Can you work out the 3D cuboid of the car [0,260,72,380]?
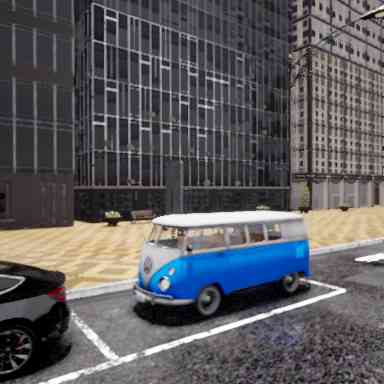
[{"bbox_3d":[-3.695,1.567,3.930,4.313,1.339,1.947,0,0,-35],"label":"car"}]

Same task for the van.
[{"bbox_3d":[0.801,1.337,7.137,3.998,1.788,1.690,0,0,-35],"label":"van"}]
